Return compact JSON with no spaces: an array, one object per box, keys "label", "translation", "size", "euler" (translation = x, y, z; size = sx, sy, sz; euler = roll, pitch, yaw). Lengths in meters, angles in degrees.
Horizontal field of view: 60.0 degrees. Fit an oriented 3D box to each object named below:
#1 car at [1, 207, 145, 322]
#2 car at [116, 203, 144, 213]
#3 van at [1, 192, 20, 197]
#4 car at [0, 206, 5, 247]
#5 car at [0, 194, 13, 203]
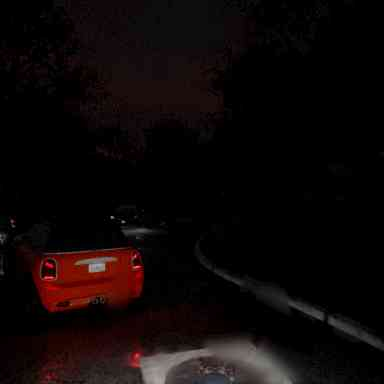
[{"label":"car","translation":[-2.876,1.352,7.621],"size":[2.097,1.767,4.553],"euler":[1,-1,-34]},{"label":"car","translation":[-4.185,1.457,21.892],"size":[1.812,1.442,4.674],"euler":[0,1,-4]},{"label":"van","translation":[-28.198,1.051,49.709],"size":[4.442,1.987,1.878],"euler":[1,1,-38]},{"label":"car","translation":[-9.601,1.308,13.395],"size":[4.553,1.767,2.097],"euler":[2,-1,-33]},{"label":"car","translation":[-33.204,1.053,56.368],"size":[4.792,1.488,2.163],"euler":[1,1,-38]}]
